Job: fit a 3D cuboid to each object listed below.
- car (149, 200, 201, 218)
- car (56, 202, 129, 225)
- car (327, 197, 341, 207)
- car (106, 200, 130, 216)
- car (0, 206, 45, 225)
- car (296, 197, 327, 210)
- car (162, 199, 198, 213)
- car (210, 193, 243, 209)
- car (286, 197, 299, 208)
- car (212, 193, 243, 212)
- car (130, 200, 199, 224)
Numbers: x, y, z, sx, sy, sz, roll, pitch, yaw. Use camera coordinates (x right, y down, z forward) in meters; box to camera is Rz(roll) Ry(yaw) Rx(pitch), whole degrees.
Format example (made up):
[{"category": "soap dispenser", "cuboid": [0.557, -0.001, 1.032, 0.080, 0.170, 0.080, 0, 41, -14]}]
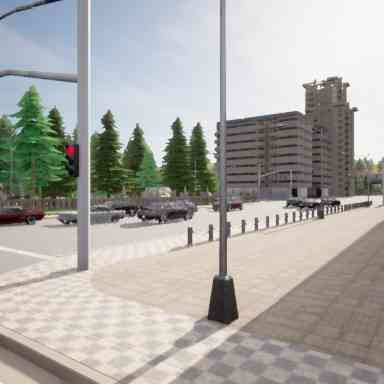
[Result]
[{"category": "car", "cuboid": [-1.502, 1.547, 31.563, 2.033, 1.411, 5.357, 0, 0, 36]}, {"category": "car", "cuboid": [-7.103, 1.601, 23.703, 1.895, 1.301, 4.718, 0, 0, 35]}, {"category": "car", "cuboid": [21.529, 1.547, 51.572, 2.033, 1.411, 5.357, 0, 0, 38]}, {"category": "car", "cuboid": [-7.044, 1.478, 29.821, 1.882, 1.535, 5.008, 0, 0, 36]}, {"category": "car", "cuboid": [-12.527, 1.601, 22.200, 1.895, 1.301, 4.718, 0, 0, 37]}, {"category": "car", "cuboid": [15.477, 1.601, 43.010, 1.895, 1.301, 4.718, 0, 0, 35]}, {"category": "car", "cuboid": [-1.298, 1.564, 37.891, 1.994, 1.385, 4.181, 0, 0, 35]}, {"category": "car", "cuboid": [4.951, 1.221, 46.594, 2.150, 2.045, 5.566, 0, 0, 36]}, {"category": "car", "cuboid": [15.353, 1.507, 48.869, 1.837, 1.490, 4.892, 0, 1, 35]}, {"category": "car", "cuboid": [4.304, 1.352, 39.699, 2.097, 1.767, 4.553, 0, 0, 36]}, {"category": "car", "cuboid": [-1.882, 1.491, 24.660, 2.128, 1.511, 4.902, 0, 0, 35]}]
